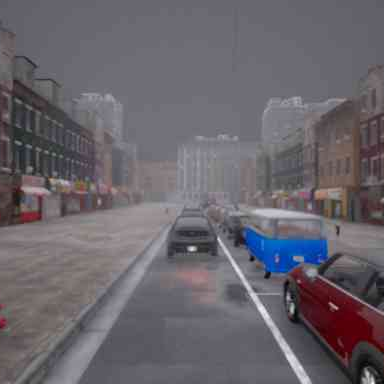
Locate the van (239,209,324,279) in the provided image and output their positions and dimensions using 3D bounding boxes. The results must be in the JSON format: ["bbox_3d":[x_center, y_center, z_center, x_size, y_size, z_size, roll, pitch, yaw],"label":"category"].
[{"bbox_3d":[2.651,1.448,10.143,1.690,1.788,3.998,1,-1,0],"label":"van"}]

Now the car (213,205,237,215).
[{"bbox_3d":[2.651,1.778,21.147,2.008,1.369,4.403,1,-1,0],"label":"car"}]

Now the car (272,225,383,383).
[{"bbox_3d":[2.649,1.489,4.639,1.967,1.590,4.097,1,-1,0],"label":"car"}]

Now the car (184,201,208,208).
[{"bbox_3d":[0.031,1.803,28.522,2.128,1.511,4.902,0,-1,1],"label":"car"}]

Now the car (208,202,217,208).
[{"bbox_3d":[2.653,1.933,32.153,1.802,1.307,4.206,1,-1,0],"label":"car"}]

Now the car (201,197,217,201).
[{"bbox_3d":[2.763,1.816,52.527,2.150,2.045,5.566,0,-1,0],"label":"car"}]

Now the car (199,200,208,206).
[{"bbox_3d":[2.662,2.436,76.179,2.008,1.369,4.403,0,-1,0],"label":"car"}]

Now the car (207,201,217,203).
[{"bbox_3d":[2.654,1.997,37.657,1.802,1.307,4.206,0,-1,0],"label":"car"}]

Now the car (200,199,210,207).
[{"bbox_3d":[2.662,2.256,70.678,1.967,1.590,4.097,0,-1,0],"label":"car"}]

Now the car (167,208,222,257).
[{"bbox_3d":[0.027,1.650,13.516,1.837,1.490,4.892,0,0,1],"label":"car"}]

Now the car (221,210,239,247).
[{"bbox_3d":[2.650,1.732,15.644,1.947,1.339,4.313,1,-1,0],"label":"car"}]

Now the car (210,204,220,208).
[{"bbox_3d":[2.652,1.871,26.650,1.802,1.307,4.206,1,-1,0],"label":"car"}]
